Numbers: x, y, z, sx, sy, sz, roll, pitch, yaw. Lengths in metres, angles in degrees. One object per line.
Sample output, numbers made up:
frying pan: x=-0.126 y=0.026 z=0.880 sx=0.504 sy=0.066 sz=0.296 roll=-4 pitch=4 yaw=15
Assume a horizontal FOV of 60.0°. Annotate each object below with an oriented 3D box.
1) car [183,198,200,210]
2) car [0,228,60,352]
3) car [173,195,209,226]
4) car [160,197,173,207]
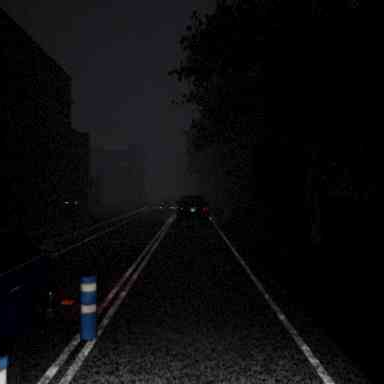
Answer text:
car: x=-0.144 y=1.490 z=42.837 sx=2.033 sy=1.411 sz=5.357 roll=0 pitch=0 yaw=-1
car: x=-3.354 y=1.347 z=3.916 sx=2.097 sy=1.767 sz=4.553 roll=0 pitch=0 yaw=0
car: x=0.041 y=1.208 z=23.338 sx=2.150 sy=2.045 sz=5.566 roll=0 pitch=0 yaw=0
car: x=-3.611 y=1.459 z=49.446 sx=1.837 sy=1.490 sz=4.892 roll=0 pitch=0 yaw=-1
